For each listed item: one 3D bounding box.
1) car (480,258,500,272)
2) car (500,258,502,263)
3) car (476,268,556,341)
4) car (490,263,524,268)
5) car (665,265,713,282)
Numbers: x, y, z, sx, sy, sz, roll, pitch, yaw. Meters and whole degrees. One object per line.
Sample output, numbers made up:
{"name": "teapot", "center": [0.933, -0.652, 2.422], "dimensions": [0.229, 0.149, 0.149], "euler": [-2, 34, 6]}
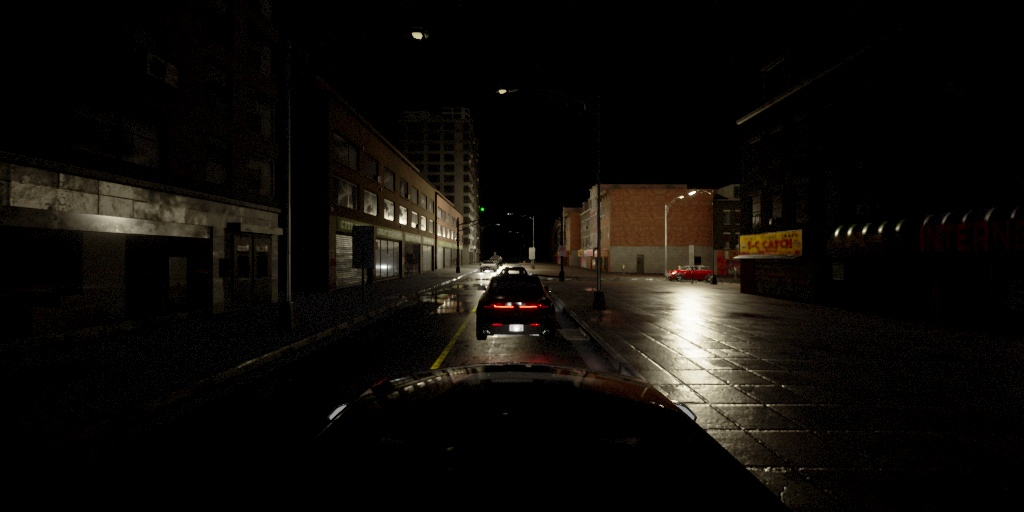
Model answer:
{"name": "car", "center": [-2.898, 1.272, 45.061], "dimensions": [1.812, 1.442, 4.674], "euler": [0, 0, 1]}
{"name": "car", "center": [-2.899, 1.343, 54.879], "dimensions": [1.895, 1.301, 4.718], "euler": [0, 0, 0]}
{"name": "car", "center": [0.084, 1.255, 9.908], "dimensions": [1.837, 1.490, 4.892], "euler": [0, 0, 0]}
{"name": "car", "center": [0.110, 1.297, 19.798], "dimensions": [2.033, 1.411, 5.357], "euler": [0, 0, 1]}
{"name": "car", "center": [16.328, 1.572, 33.109], "dimensions": [4.097, 1.591, 1.967], "euler": [0, 0, 0]}
